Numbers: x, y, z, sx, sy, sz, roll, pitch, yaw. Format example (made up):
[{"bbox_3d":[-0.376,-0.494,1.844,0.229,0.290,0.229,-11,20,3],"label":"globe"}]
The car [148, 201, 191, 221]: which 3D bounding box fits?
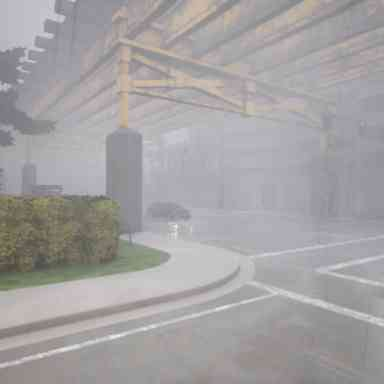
[{"bbox_3d":[-1.961,1.562,27.603,1.837,1.490,4.892,0,0,-36],"label":"car"}]
